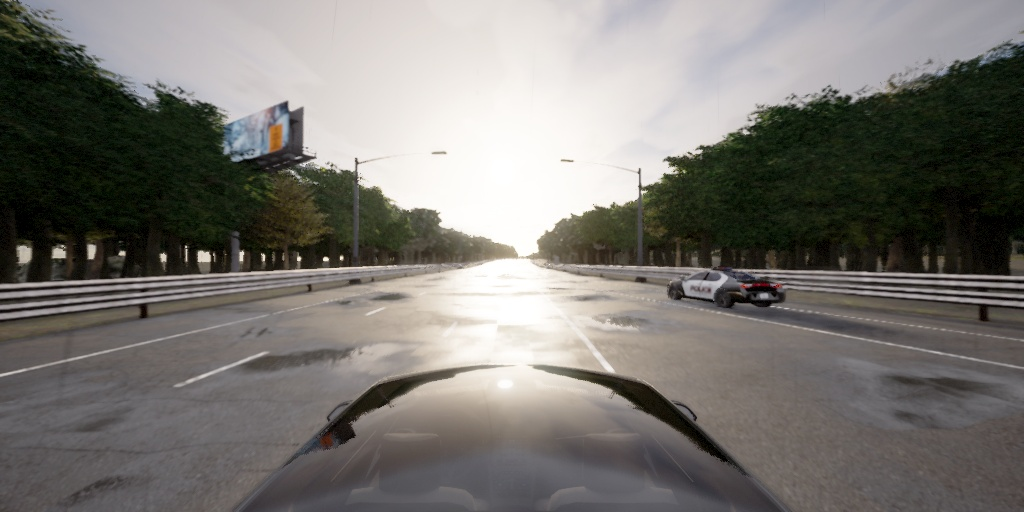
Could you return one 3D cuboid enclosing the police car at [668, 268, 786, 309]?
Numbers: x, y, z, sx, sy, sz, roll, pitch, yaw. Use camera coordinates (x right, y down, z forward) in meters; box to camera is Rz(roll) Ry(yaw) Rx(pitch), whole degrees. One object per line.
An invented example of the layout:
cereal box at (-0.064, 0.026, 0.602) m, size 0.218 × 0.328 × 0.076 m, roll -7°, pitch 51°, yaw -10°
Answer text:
police car at (8.584, 1.292, 15.162) m, size 2.038 × 1.542 × 4.974 m, roll 0°, pitch -1°, yaw -10°
